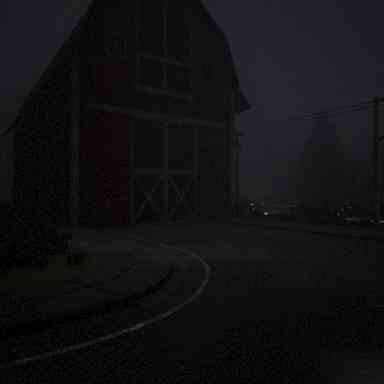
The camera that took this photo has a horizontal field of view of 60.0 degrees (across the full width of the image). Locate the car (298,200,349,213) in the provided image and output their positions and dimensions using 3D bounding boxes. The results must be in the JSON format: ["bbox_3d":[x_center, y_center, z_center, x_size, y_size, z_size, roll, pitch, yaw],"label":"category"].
[{"bbox_3d":[11.246,1.628,30.182,1.895,1.301,4.718,0,0,-34],"label":"car"}]

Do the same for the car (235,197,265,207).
[{"bbox_3d":[6.142,1.379,37.624,2.097,1.767,4.553,0,0,-34],"label":"car"}]

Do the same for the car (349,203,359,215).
[{"bbox_3d":[13.965,1.552,32.760,1.812,1.442,4.674,0,0,-34],"label":"car"}]
